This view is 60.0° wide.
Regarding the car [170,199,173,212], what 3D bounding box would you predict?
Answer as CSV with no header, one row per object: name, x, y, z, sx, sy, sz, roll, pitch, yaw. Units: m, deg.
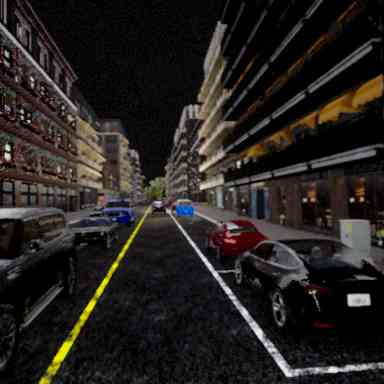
car,-1.942,2.030,45.535,1.887,1.381,4.507,0,-1,-6

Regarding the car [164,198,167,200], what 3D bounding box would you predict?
car,-5.314,2.152,52.740,1.812,1.442,4.674,-1,-1,-6

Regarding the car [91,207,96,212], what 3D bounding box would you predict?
car,-9.113,2.080,33.616,1.947,1.339,4.313,0,-1,-6

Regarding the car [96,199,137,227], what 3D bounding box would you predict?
car,-5.736,1.592,26.248,2.150,2.045,5.566,-1,-1,-5

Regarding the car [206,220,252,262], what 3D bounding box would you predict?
car,1.554,1.665,12.294,1.802,1.307,4.206,0,-1,-6

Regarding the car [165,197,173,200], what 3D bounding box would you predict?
car,-3.692,2.003,62.158,2.192,1.841,5.009,0,-1,-6

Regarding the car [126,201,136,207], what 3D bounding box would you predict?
car,-13.192,2.568,72.396,1.802,1.307,4.206,0,-1,-6

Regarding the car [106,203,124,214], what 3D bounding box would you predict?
car,-10.279,2.214,44.696,1.947,1.339,4.313,0,-1,-6

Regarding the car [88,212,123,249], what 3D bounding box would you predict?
car,-4.641,1.845,15.757,1.895,1.301,4.718,-1,-1,-6

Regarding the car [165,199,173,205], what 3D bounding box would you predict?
car,-5.457,2.418,78.945,1.752,1.417,4.829,0,-1,-6

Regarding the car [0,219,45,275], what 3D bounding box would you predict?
car,-6.783,1.790,11.456,1.887,1.381,4.507,0,-1,-6

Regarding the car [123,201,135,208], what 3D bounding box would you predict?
car,-12.610,2.463,66.857,1.887,1.381,4.507,0,-1,-6

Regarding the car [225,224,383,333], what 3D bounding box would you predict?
car,2.137,1.582,6.754,1.947,1.339,4.313,0,-1,-6

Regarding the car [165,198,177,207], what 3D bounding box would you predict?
car,-4.275,2.070,67.698,2.192,1.841,5.009,0,-1,-6

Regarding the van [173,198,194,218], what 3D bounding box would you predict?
van,-0.779,1.692,34.458,1.690,1.788,3.998,0,-1,-6

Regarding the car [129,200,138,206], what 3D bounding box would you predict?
car,-13.775,2.635,77.937,1.802,1.307,4.206,0,-1,-6

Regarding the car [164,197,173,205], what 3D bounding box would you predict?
car,-6.023,2.274,84.319,2.192,1.841,5.009,0,-1,-6

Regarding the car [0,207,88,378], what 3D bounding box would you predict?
car,-3.611,1.347,5.874,2.150,2.045,5.566,-1,-1,-6

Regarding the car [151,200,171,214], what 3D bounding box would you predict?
car,-4.179,2.045,42.138,2.033,1.411,5.357,-1,-1,-7
